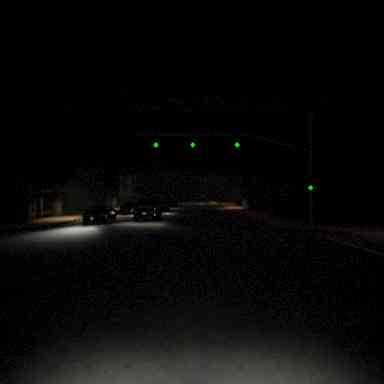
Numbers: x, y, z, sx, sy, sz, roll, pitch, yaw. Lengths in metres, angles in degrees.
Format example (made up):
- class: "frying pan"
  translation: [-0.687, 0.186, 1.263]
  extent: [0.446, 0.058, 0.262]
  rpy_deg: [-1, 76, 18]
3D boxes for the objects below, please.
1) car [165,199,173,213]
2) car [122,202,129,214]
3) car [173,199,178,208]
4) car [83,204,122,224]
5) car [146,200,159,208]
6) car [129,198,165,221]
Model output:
- class: "car"
  translation: [-4.110, 2.077, 46.326]
  extent: [1.812, 1.442, 4.674]
  rpy_deg: [0, -1, 1]
- class: "car"
  translation: [-7.660, 1.991, 41.010]
  extent: [1.837, 1.490, 4.892]
  rpy_deg: [0, 0, 0]
- class: "car"
  translation: [-3.891, 2.121, 64.383]
  extent: [2.097, 1.767, 4.553]
  rpy_deg: [0, -1, 0]
- class: "car"
  translation: [-7.754, 1.828, 28.271]
  extent: [2.128, 1.511, 4.902]
  rpy_deg: [0, -1, 0]
- class: "car"
  translation: [-7.410, 2.316, 63.260]
  extent: [1.994, 1.385, 4.181]
  rpy_deg: [0, -1, 1]
- class: "car"
  translation: [-4.227, 1.605, 32.242]
  extent: [2.150, 2.045, 5.566]
  rpy_deg: [0, -1, 0]
